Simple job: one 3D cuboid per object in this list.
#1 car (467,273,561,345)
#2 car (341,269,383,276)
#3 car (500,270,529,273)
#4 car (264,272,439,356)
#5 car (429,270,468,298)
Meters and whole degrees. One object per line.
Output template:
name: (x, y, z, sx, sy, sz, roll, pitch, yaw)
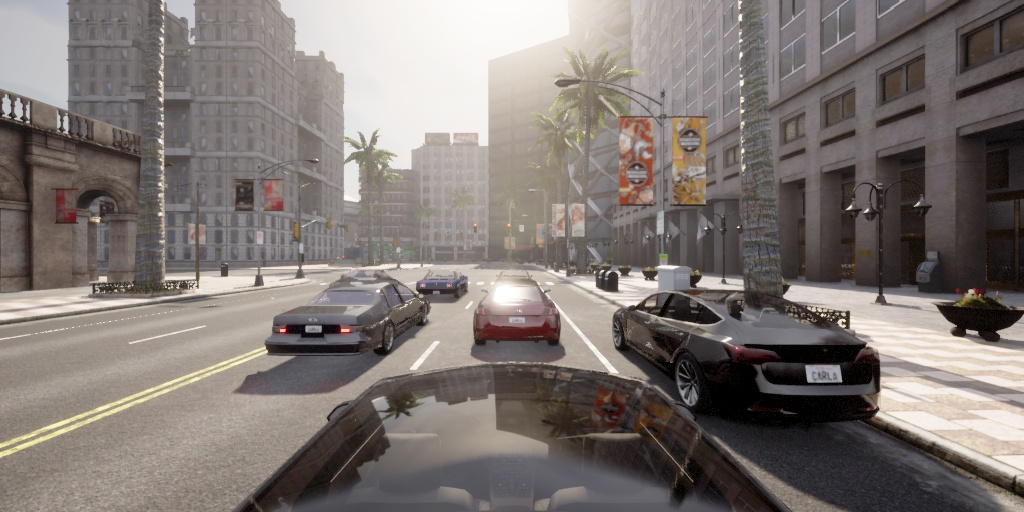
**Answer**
car: (0.108, 1.314, 9.529, 1.994, 1.385, 4.181, 0, 0, 0)
car: (-7.022, 1.314, 17.094, 1.994, 1.385, 4.181, 0, 0, 1)
car: (0.117, 1.351, 18.336, 1.895, 1.301, 4.718, 0, 0, 0)
car: (-3.395, 1.297, 8.649, 2.033, 1.411, 5.357, 0, 0, 0)
car: (-3.384, 1.351, 18.298, 1.895, 1.301, 4.718, 0, 0, 0)
